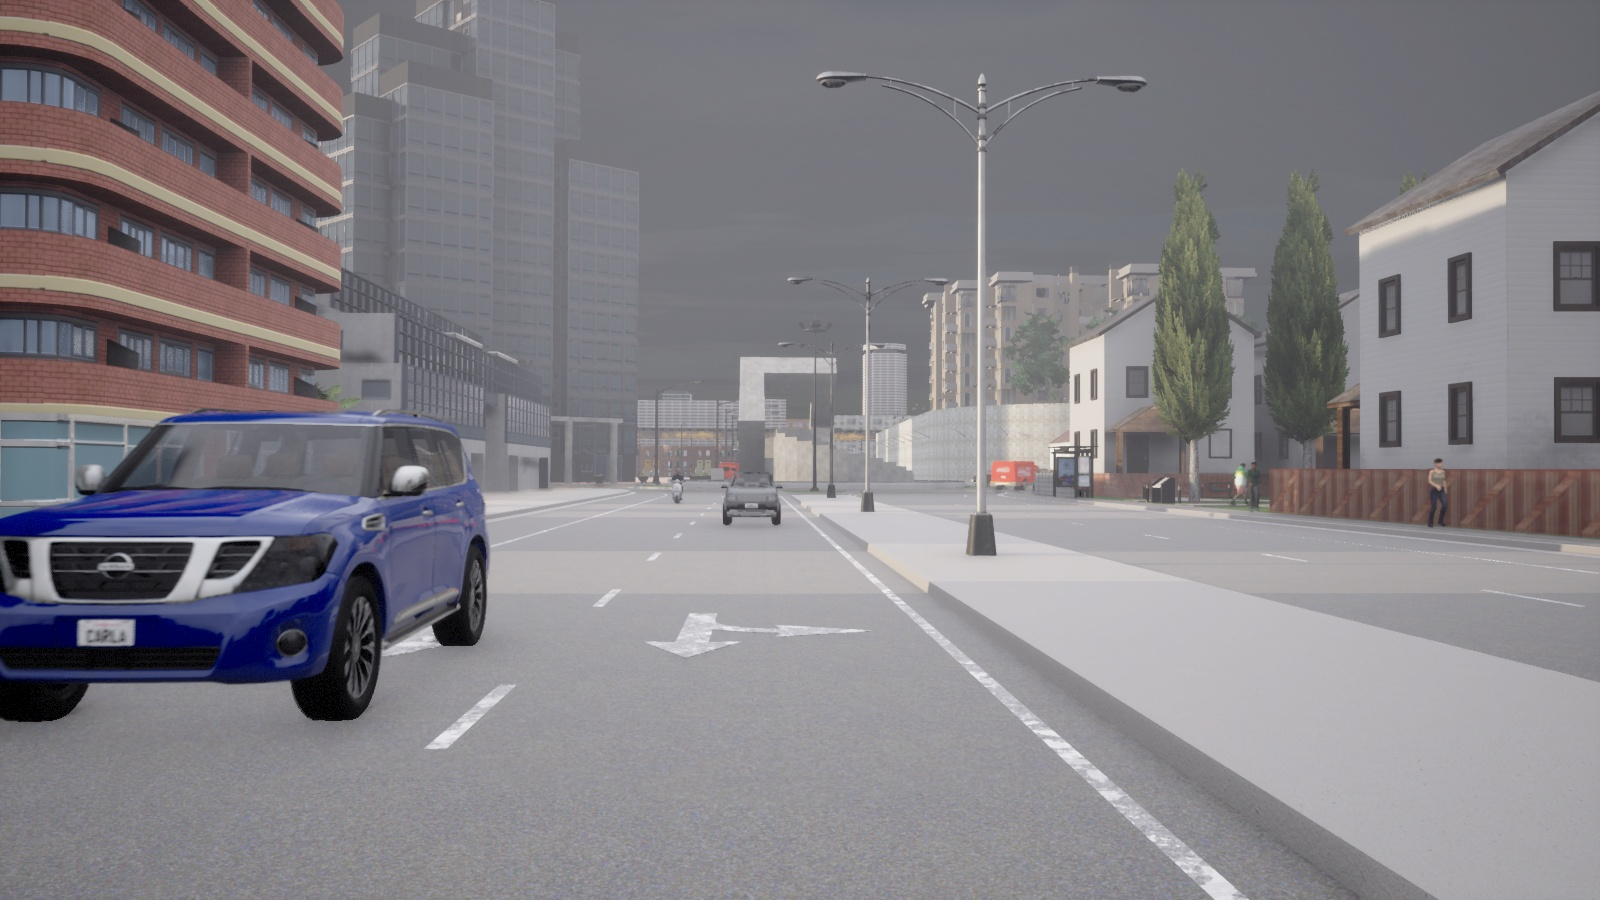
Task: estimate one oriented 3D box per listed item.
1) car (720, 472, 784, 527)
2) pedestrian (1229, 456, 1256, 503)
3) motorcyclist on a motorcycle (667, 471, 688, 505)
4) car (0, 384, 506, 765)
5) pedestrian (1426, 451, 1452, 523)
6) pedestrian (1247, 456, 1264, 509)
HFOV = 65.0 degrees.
[{"bbox_3d":[-1.407,1.419,37.038,1.789,1.549,3.705,0,-1,-2],"label":"car"},{"bbox_3d":[18.677,1.233,53.040,0.873,1.952,0.659,0,-1,-7],"label":"pedestrian"},{"bbox_3d":[-5.741,1.778,58.918,0.866,1.590,1.817,0,-1,-2],"label":"motorcyclist on a motorcycle"},{"bbox_3d":[-3.865,0.708,9.554,2.150,2.045,5.566,0,-1,-2],"label":"car"},{"bbox_3d":[16.495,0.947,32.408,0.345,1.836,0.594,0,-1,-1],"label":"pedestrian"},{"bbox_3d":[16.141,1.151,44.505,0.353,1.847,0.614,0,-1,1],"label":"pedestrian"}]
